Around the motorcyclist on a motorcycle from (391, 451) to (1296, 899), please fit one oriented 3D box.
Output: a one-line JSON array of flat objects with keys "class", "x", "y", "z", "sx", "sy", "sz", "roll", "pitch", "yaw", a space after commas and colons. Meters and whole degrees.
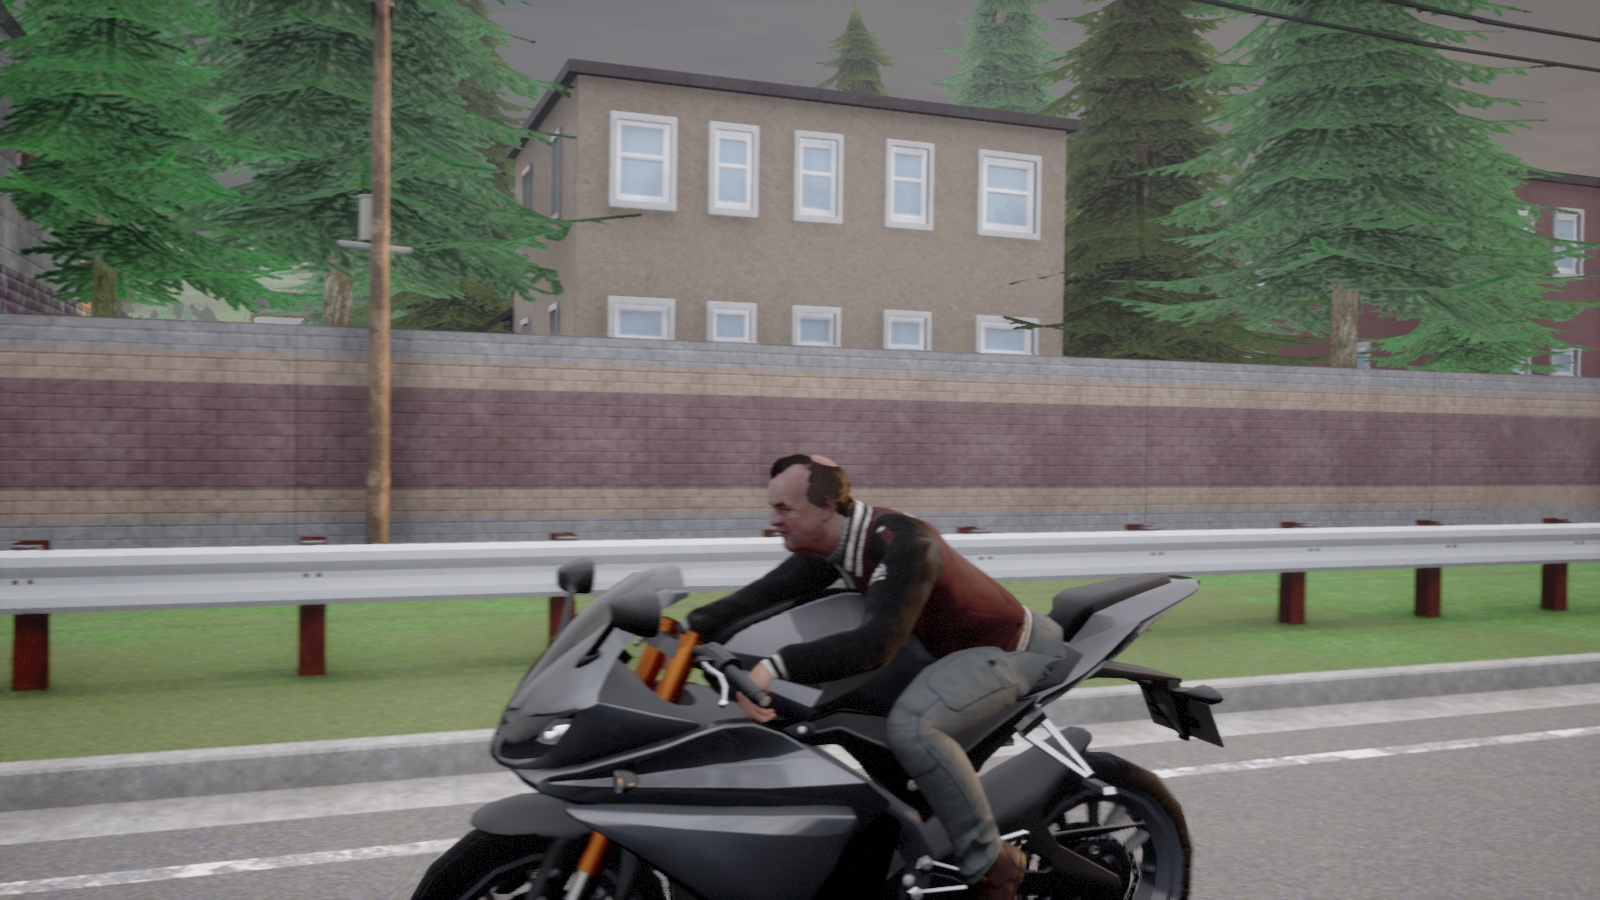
[{"class": "motorcyclist on a motorcycle", "x": 0.112, "y": 0.786, "z": 3.283, "sx": 2.191, "sy": 1.530, "sz": 0.866, "roll": -1, "pitch": 1, "yaw": -21}]
